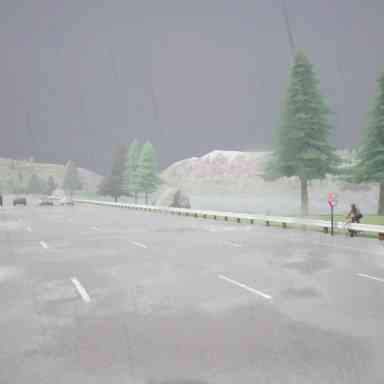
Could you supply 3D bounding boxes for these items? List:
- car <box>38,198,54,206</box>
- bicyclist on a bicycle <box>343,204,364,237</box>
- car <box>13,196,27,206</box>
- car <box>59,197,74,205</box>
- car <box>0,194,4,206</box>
[{"bbox_3d":[-23.995,1.601,54.471,1.895,1.301,4.718,0,0,-31],"label":"car"},{"bbox_3d":[8.105,1.435,16.588,1.656,1.620,0.582,5,-2,-30],"label":"bicyclist on a bicycle"},{"bbox_3d":[-29.313,1.492,56.578,2.128,1.511,4.902,0,0,-31],"label":"car"},{"bbox_3d":[-21.620,1.526,57.325,1.812,1.442,4.674,0,0,-30],"label":"car"},{"bbox_3d":[-31.963,1.221,54.187,2.150,2.045,5.566,0,0,-31],"label":"car"}]
